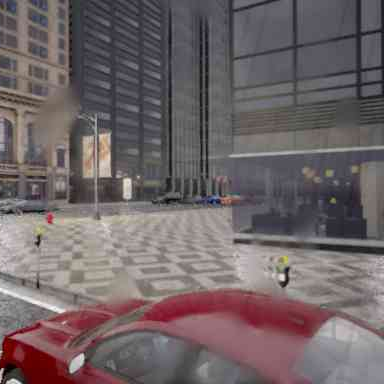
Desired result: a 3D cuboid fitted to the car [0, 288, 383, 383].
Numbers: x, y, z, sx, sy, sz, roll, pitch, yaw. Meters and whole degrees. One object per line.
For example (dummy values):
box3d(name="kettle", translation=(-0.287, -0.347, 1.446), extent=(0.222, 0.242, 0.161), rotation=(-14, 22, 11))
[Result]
box3d(name="car", translation=(0.123, 1.541, 2.767), extent=(4.507, 1.381, 1.887), rotation=(0, 0, 36))

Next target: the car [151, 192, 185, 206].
box3d(name="car", translation=(-4.031, 1.080, 52.956), extent=(2.150, 2.045, 5.566), rotation=(0, 0, 36))

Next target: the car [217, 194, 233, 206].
box3d(name="car", translation=(6.305, 1.150, 50.440), extent=(2.097, 1.767, 4.553), rotation=(0, 0, 36))

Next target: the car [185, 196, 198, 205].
box3d(name="car", translation=(0.332, 1.382, 53.434), extent=(2.033, 1.411, 5.357), rotation=(0, 0, 36))

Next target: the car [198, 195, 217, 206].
box3d(name="car", translation=(3.496, 1.293, 52.104), extent=(1.882, 1.535, 5.008), rotation=(0, 0, 36))

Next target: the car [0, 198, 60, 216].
box3d(name="car", translation=(-15.343, 1.441, 31.529), extent=(2.033, 1.411, 5.357), rotation=(0, 0, 35))
